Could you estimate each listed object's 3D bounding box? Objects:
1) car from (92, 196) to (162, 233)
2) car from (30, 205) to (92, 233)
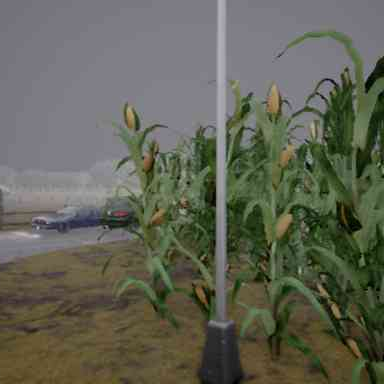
[{"bbox_3d":[-2.906,1.260,20.256,2.150,2.045,5.566,2,1,38],"label":"car"},{"bbox_3d":[-6.636,1.504,19.823,2.033,1.411,5.357,2,1,35],"label":"car"}]
